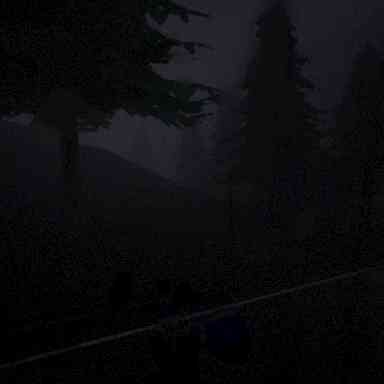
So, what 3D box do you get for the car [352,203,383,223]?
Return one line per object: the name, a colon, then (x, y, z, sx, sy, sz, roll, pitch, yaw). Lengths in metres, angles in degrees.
car: (13.427, 1.579, 25.881, 1.994, 1.385, 4.181, 0, 0, -36)
